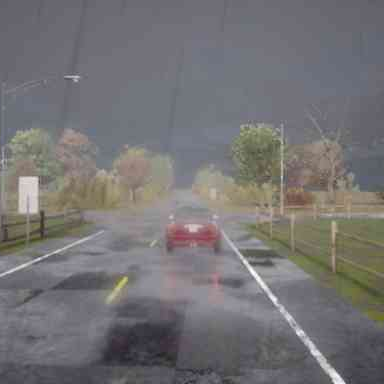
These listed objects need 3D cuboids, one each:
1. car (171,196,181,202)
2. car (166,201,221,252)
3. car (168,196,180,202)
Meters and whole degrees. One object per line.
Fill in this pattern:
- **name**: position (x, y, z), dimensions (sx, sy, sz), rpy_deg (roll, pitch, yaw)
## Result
- **car**: position (-4.028, 1.829, 84.323), dimensions (2.128, 1.511, 4.902), rpy_deg (0, 0, -1)
- **car**: position (0.068, 1.421, 14.337), dimensions (2.097, 1.767, 4.553), rpy_deg (0, 0, 0)
- **car**: position (-3.823, 1.624, 68.559), dimensions (2.097, 1.767, 4.553), rpy_deg (0, 0, -1)
